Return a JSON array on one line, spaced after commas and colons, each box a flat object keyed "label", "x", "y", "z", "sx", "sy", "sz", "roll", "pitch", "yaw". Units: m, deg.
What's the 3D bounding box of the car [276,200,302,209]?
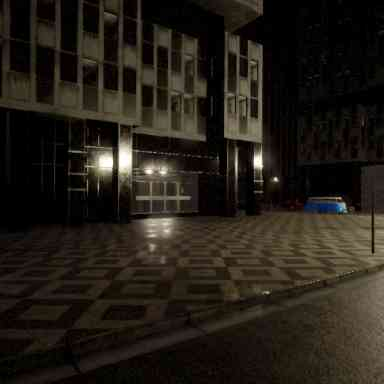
[{"label": "car", "x": 14.112, "y": 1.818, "z": 48.327, "sx": 1.802, "sy": 1.307, "sz": 4.206, "roll": 0, "pitch": 0, "yaw": -36}]

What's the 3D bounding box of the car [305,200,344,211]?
[{"label": "car", "x": 17.397, "y": 1.749, "z": 43.732, "sx": 2.008, "sy": 1.369, "sz": 4.403, "roll": 0, "pitch": 0, "yaw": -36}]

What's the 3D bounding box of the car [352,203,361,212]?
[{"label": "car", "x": 20.682, "y": 1.725, "z": 39.137, "sx": 1.947, "sy": 1.339, "sz": 4.313, "roll": 0, "pitch": 0, "yaw": -36}]

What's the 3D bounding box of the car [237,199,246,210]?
[{"label": "car", "x": 7.182, "y": 1.706, "z": 43.362, "sx": 1.887, "sy": 1.381, "sz": 4.507, "roll": 0, "pitch": 0, "yaw": -36}]

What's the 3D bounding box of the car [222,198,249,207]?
[{"label": "car", "x": 7.442, "y": 1.839, "z": 57.655, "sx": 1.752, "sy": 1.417, "sz": 4.829, "roll": 0, "pitch": 0, "yaw": -36}]

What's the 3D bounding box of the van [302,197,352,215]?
[{"label": "van", "x": 13.752, "y": 1.425, "z": 34.173, "sx": 1.690, "sy": 1.788, "sz": 3.998, "roll": 0, "pitch": 0, "yaw": -36}]
